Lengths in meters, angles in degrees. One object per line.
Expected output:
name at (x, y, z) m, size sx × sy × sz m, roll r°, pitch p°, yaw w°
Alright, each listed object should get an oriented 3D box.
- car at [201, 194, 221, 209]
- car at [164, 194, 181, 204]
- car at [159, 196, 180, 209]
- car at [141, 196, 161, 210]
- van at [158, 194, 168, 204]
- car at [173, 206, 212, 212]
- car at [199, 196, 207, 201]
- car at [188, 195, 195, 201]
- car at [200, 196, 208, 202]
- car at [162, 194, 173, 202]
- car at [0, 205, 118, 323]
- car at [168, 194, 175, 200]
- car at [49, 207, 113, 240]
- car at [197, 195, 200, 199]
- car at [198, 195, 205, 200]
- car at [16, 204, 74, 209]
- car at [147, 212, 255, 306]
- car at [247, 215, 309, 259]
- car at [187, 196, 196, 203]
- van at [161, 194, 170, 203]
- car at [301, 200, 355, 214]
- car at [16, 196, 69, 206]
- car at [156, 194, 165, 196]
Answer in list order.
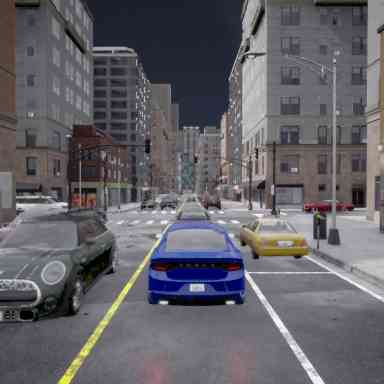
car at (2.775, 1.350, 44.598) m, size 2.192 × 1.841 × 5.009 m, roll -1°, pitch 0°, yaw 0°
car at (-3.175, 1.552, 55.229) m, size 1.837 × 1.490 × 4.892 m, roll 0°, pitch 0°, yaw 0°
car at (-3.167, 1.584, 45.331) m, size 2.033 × 1.411 × 5.357 m, roll 0°, pitch 0°, yaw 0°
car at (-5.748, 1.601, 44.585) m, size 1.947 × 1.339 × 4.313 m, roll -1°, pitch 0°, yaw 0°
van at (-5.785, 1.398, 66.929) m, size 1.690 × 1.788 × 3.998 m, roll -1°, pitch 0°, yaw 0°
car at (0.073, 1.605, 17.498) m, size 1.895 × 1.301 × 4.718 m, roll 0°, pitch 0°, yaw 0°
car at (2.726, 1.633, 83.699) m, size 1.947 × 1.339 × 4.313 m, roll -1°, pitch 0°, yaw 0°
car at (-0.134, 1.537, 84.480) m, size 1.895 × 1.301 × 4.718 m, roll 0°, pitch 0°, yaw 0°
car at (2.733, 1.590, 78.284) m, size 1.752 × 1.417 × 4.829 m, roll -1°, pitch 0°, yaw 0°
car at (-5.803, 1.379, 78.101) m, size 2.192 × 1.841 × 5.009 m, roll -1°, pitch 0°, yaw 0°
car at (-3.114, 1.352, 7.456) m, size 2.097 × 1.767 × 4.553 m, roll 0°, pitch 0°, yaw 0°
car at (-5.828, 1.513, 94.857) m, size 1.967 × 1.590 × 4.097 m, roll -1°, pitch 0°, yaw 0°
car at (-5.705, 1.571, 17.712) m, size 1.947 × 1.339 × 4.313 m, roll -1°, pitch 0°, yaw 0°
car at (2.745, 1.372, 66.942) m, size 2.192 × 1.841 × 5.009 m, roll -1°, pitch 0°, yaw 0°
car at (2.711, 1.623, 94.871) m, size 2.008 × 1.369 × 4.403 m, roll -1°, pitch 0°, yaw 0°
car at (-5.697, 1.442, 12.215) m, size 1.967 × 1.590 × 4.097 m, roll -1°, pitch 0°, yaw 0°
car at (0.084, 1.478, 8.135) m, size 1.882 × 1.535 × 5.008 m, roll 0°, pitch 0°, yaw 0°
car at (2.828, 1.527, 12.400) m, size 1.752 × 1.417 × 4.829 m, roll -1°, pitch 0°, yaw 0°
car at (-0.117, 1.579, 74.028) m, size 2.128 × 1.511 × 4.902 m, roll 0°, pitch 0°, yaw 0°
van at (-5.794, 1.402, 72.515) m, size 1.690 × 1.788 × 3.998 m, roll -1°, pitch 0°, yaw 0°
car at (13.307, 1.458, 32.857) m, size 4.718 × 1.301 × 1.895 m, roll -1°, pitch 1°, yaw -1°
car at (-13.068, 1.368, 29.341) m, size 5.566 × 2.045 × 2.150 m, roll -1°, pitch 1°, yaw 3°
car at (-5.765, 1.572, 55.587) m, size 1.752 × 1.417 × 4.829 m, roll -1°, pitch 0°, yaw 0°
